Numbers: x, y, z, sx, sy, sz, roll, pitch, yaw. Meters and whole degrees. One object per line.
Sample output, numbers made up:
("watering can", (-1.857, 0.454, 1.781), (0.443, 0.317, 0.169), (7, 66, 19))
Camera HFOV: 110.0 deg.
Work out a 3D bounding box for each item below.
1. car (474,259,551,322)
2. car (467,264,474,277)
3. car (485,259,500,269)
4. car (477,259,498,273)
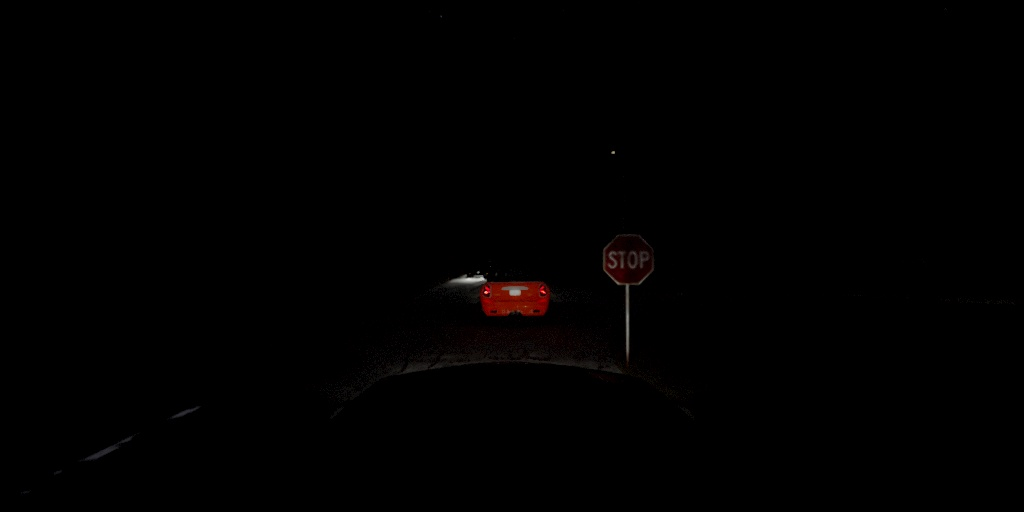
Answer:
("car", (0.086, 1.020, 12.189), (2.097, 1.767, 4.553), (-1, 1, 0))
("car", (-2.844, 1.173, 31.987), (1.994, 1.385, 4.181), (0, 0, 0))
("car", (-2.827, 1.127, 52.350), (1.812, 1.442, 4.674), (0, 0, 1))
("car", (-2.834, 1.091, 42.118), (2.128, 1.511, 4.902), (0, 0, 0))
